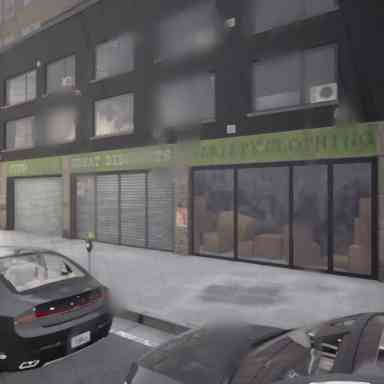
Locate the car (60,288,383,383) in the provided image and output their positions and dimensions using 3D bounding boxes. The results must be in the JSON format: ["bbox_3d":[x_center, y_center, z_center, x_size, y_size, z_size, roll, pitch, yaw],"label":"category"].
[{"bbox_3d":[1.382,1.551,2.102,4.403,1.369,2.008,0,0,35],"label":"car"}]

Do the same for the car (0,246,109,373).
[{"bbox_3d":[-3.125,1.550,5.294,4.403,1.369,2.008,0,0,35],"label":"car"}]
